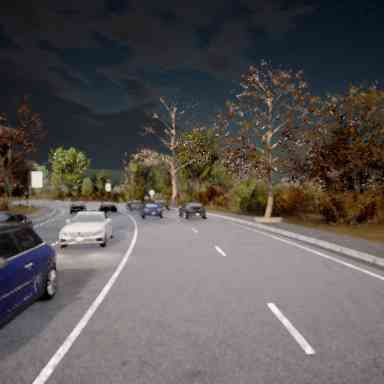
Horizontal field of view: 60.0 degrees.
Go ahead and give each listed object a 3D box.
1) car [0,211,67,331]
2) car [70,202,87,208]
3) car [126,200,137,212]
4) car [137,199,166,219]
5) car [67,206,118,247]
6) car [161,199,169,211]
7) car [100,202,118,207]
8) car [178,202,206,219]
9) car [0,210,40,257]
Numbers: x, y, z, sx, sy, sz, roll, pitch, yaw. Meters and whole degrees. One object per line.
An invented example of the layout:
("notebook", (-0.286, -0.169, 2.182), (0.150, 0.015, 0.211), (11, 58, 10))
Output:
("car", (-3.874, 1.375, 5.341), (2.097, 1.767, 4.553), (0, 0, -3))
("car", (-13.436, 1.903, 39.386), (1.895, 1.301, 4.718), (0, 0, -18))
("car", (-7.506, 1.756, 43.571), (2.128, 1.511, 4.902), (0, 0, -19))
("car", (-3.895, 1.696, 31.357), (1.812, 1.442, 4.674), (0, 0, -13))
("car", (-4.695, 1.610, 15.425), (1.812, 1.442, 4.674), (0, 0, -7))
("car", (-4.472, 1.748, 45.528), (1.837, 1.490, 4.892), (0, 0, -19))
("car", (-10.117, 1.876, 40.499), (1.895, 1.301, 4.718), (0, 0, -18))
("car", (-0.047, 1.641, 30.409), (1.837, 1.490, 4.892), (0, 0, -12))
("car", (-7.982, 1.596, 13.530), (1.837, 1.490, 4.892), (0, 0, -7))
